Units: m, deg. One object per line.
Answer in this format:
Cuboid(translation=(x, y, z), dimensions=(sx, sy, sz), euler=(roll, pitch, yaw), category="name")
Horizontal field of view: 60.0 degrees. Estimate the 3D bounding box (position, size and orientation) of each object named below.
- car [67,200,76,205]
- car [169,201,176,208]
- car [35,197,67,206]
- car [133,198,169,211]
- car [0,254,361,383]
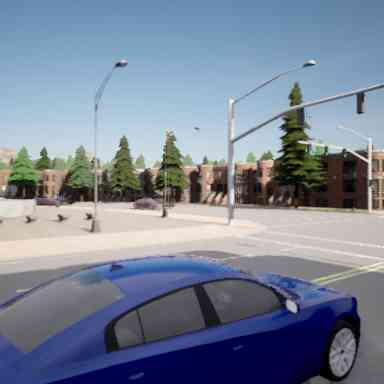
Cuboid(translation=(-21.764, 1.595, 55.287), dimensions=(4.718, 1.301, 1.895), euler=(0, 0, 16), category="car")
Cuboid(translation=(-4.174, 1.536, 44.772), dimensions=(4.181, 1.385, 1.994), euler=(0, 0, 43), category="car")
Cuboid(translation=(-22.777, 1.539, 51.937), dimensions=(5.357, 1.411, 2.033), euler=(0, 0, 16), category="car")
Cuboid(translation=(-5.421, 1.501, 41.197), dimensions=(4.674, 1.442, 1.812), euler=(0, 0, 45), category="car")
Cuboid(translation=(-0.059, 1.475, 3.756), dimensions=(5.008, 1.535, 1.882), euler=(0, 0, -35), category="car")
